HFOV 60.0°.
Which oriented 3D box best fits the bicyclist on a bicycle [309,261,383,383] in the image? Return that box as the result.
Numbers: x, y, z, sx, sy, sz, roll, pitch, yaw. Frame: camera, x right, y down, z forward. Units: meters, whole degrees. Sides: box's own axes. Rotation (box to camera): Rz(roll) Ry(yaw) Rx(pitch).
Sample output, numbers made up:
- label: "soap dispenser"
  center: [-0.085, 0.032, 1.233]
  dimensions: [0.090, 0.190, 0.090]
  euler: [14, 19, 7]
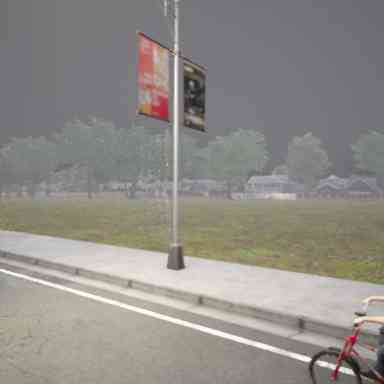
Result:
- label: "bicyclist on a bicycle"
  center: [1.911, 1.436, 3.269]
  dimensions: [1.509, 1.612, 0.866]
  euler: [0, 0, 36]
